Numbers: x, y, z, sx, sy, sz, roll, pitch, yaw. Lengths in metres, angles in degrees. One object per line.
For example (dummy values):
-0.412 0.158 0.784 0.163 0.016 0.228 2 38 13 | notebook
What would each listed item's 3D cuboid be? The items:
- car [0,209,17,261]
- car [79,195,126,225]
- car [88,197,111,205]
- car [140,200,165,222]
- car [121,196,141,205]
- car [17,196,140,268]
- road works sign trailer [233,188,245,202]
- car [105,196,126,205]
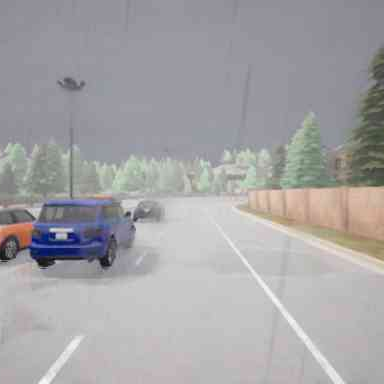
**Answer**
-6.958 1.397 12.592 2.097 1.767 4.553 0 0 0 | car
-6.969 1.320 26.600 2.150 2.045 5.566 0 0 0 | car
-18.157 1.753 65.557 2.128 1.511 4.902 0 0 13 | car
-3.461 1.453 27.593 2.097 1.767 4.553 0 0 0 | car
-11.515 1.582 63.023 2.097 1.767 4.553 0 0 13 | car
-3.467 1.266 11.572 2.150 2.045 5.566 0 0 0 | car
12.033 0.779 85.617 2.380 3.560 2.880 0 0 34 | road works sign trailer
-14.773 1.589 64.560 2.097 1.767 4.553 0 0 13 | car
